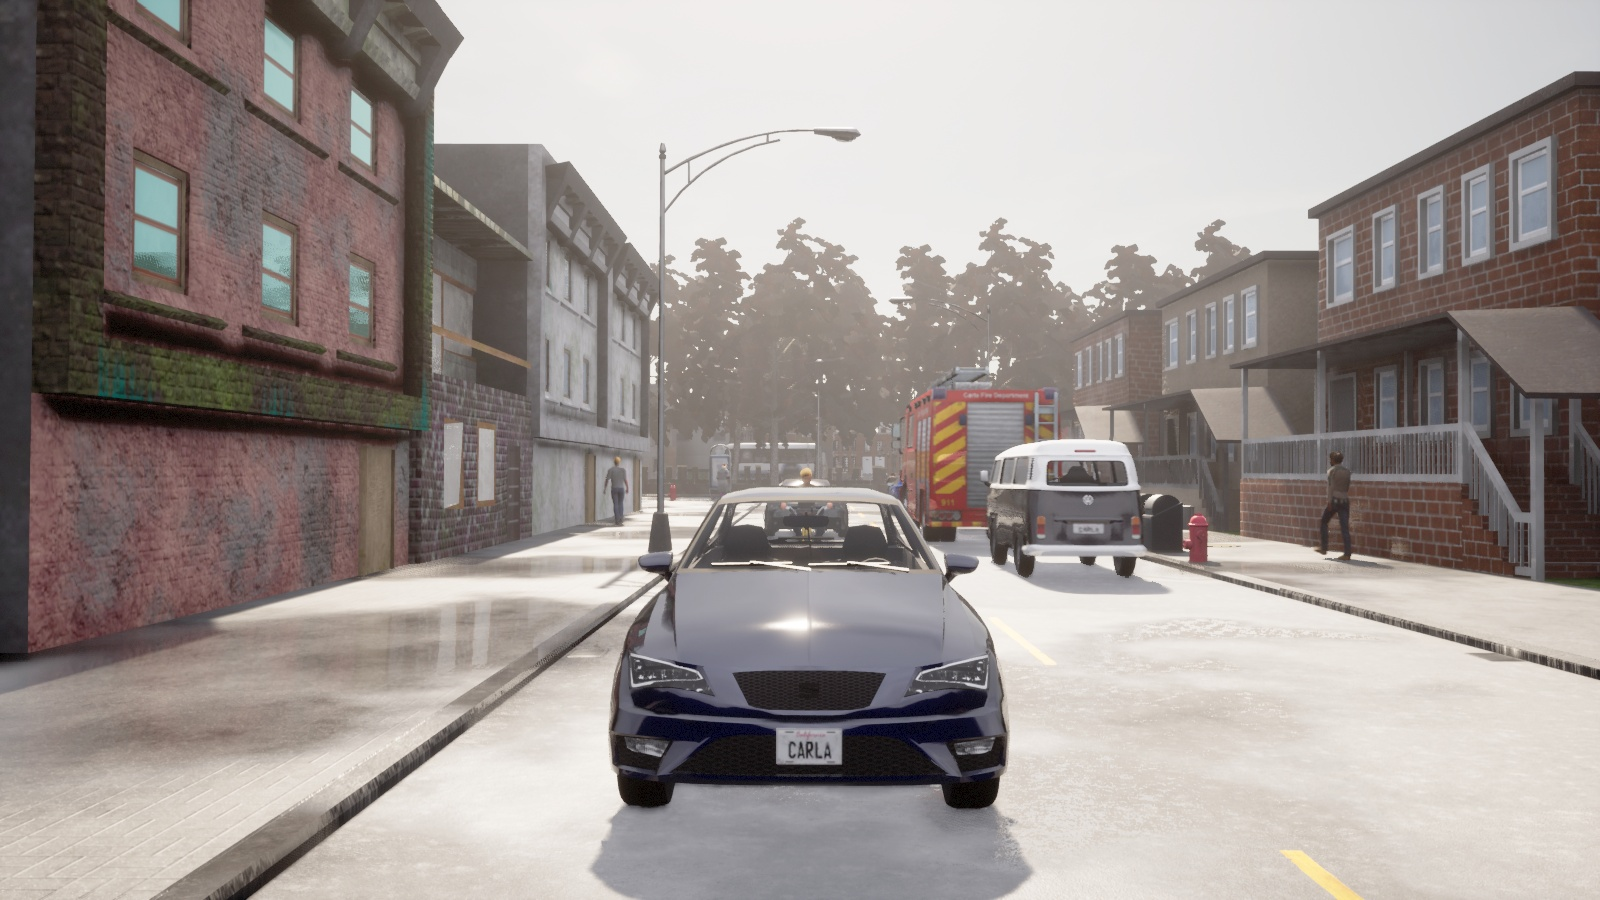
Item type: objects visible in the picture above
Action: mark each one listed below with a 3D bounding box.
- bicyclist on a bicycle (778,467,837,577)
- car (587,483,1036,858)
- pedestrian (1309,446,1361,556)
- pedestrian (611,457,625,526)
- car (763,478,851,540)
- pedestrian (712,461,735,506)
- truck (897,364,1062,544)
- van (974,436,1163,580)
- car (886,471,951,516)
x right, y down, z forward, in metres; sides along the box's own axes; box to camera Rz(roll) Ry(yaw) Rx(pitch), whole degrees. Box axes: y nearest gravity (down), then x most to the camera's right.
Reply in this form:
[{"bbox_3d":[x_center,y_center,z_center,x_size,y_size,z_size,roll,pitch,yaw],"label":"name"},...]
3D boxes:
[{"bbox_3d":[0.109,1.072,19.186,0.866,1.612,1.509,0,-1,0],"label":"bicyclist on a bicycle"},{"bbox_3d":[0.052,0.949,7.201,1.816,1.474,4.193,0,-1,0],"label":"car"},{"bbox_3d":[8.945,0.841,21.013,0.328,1.805,0.869,0,-1,-15],"label":"pedestrian"},{"bbox_3d":[-4.903,1.110,33.806,0.354,1.836,0.706,0,-1,-9],"label":"pedestrian"},{"bbox_3d":[0.163,1.393,30.767,1.994,1.385,4.181,0,-1,0],"label":"car"},{"bbox_3d":[-3.346,1.462,55.171,0.659,1.952,0.873,-1,-1,26],"label":"pedestrian"},{"bbox_3d":[4.162,0.155,31.080,2.891,3.827,8.468,0,-1,0],"label":"truck"},{"bbox_3d":[4.112,0.857,20.023,2.069,2.038,4.480,0,-1,0],"label":"van"},{"bbox_3d":[4.236,1.538,45.540,1.882,1.535,5.008,0,-1,0],"label":"car"}]
